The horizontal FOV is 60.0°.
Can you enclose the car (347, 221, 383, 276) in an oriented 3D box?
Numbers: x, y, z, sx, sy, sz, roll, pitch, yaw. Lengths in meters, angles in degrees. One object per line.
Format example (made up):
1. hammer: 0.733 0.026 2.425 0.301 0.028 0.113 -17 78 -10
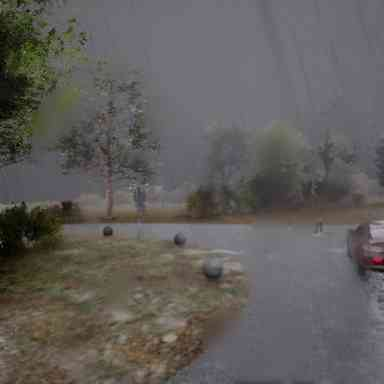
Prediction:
1. car: 5.936 1.621 10.261 1.812 1.442 4.674 -1 -1 21
